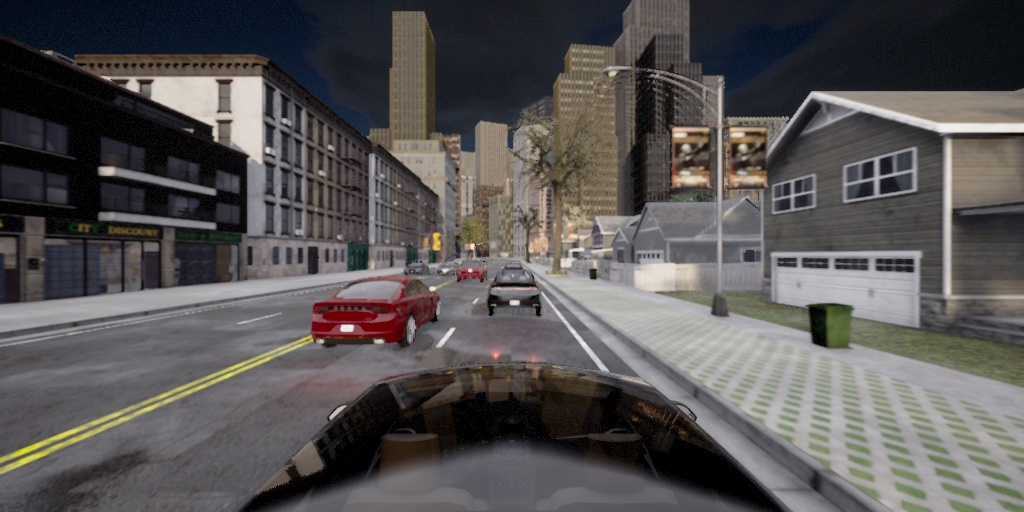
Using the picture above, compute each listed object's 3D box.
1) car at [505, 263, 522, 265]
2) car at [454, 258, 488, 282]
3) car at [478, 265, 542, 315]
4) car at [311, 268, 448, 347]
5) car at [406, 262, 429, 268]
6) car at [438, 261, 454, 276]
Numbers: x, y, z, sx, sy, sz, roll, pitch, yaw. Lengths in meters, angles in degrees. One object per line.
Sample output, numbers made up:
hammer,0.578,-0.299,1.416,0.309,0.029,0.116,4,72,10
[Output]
car,0.099,1.279,29.460,2.128,1.511,4.902,0,0,0
car,-3.151,1.139,29.235,2.097,1.767,4.553,0,0,0
car,0.094,1.259,13.663,2.128,1.511,4.902,0,0,0
car,-3.168,1.239,9.388,1.882,1.535,5.008,0,0,0
car,-9.836,1.359,37.229,1.994,1.385,4.181,0,0,0
car,-6.585,1.286,37.663,2.128,1.511,4.902,0,0,0
